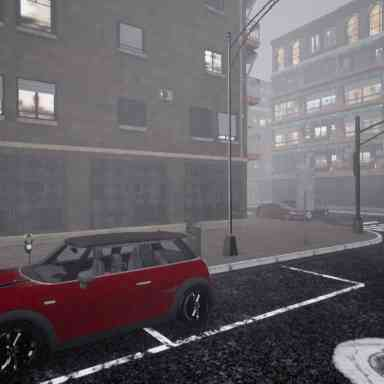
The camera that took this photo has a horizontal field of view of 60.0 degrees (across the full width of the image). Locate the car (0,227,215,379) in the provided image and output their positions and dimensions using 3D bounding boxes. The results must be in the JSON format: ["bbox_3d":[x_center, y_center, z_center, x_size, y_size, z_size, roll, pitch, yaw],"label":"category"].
[{"bbox_3d":[-1.662,1.440,5.432,4.097,1.590,1.967,0,0,-35],"label":"car"}]

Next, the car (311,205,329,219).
[{"bbox_3d":[8.918,1.347,27.726,1.882,1.535,5.008,-1,1,-35],"label":"car"}]

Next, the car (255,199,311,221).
[{"bbox_3d":[6.831,1.473,26.206,1.802,1.307,4.206,0,0,-35],"label":"car"}]
